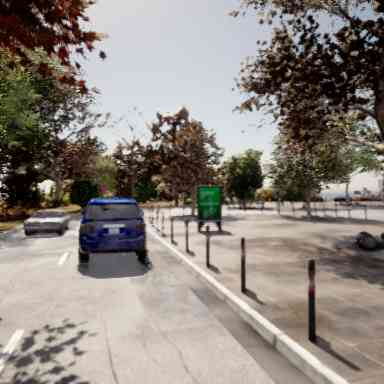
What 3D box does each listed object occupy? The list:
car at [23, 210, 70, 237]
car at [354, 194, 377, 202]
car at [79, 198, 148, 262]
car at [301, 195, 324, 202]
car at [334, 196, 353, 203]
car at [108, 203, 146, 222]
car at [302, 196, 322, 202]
[{"bbox_3d":[-8.176,1.695,19.033,1.895,1.301,4.718,0,0,-14],"label":"car"},{"bbox_3d":[43.759,1.503,84.939,5.566,2.045,2.435,-1,-2,23],"label":"car"},{"bbox_3d":[-2.980,1.251,12.529,2.150,2.045,5.566,0,0,-14],"label":"car"},{"bbox_3d":[31.028,1.579,86.107,5.566,2.045,2.435,-1,-1,22],"label":"car"},{"bbox_3d":[33.150,1.578,73.493,1.882,1.535,5.008,-1,-1,44],"label":"car"},{"bbox_3d":[-5.440,1.689,28.424,1.994,1.385,4.181,-1,0,7],"label":"car"},{"bbox_3d":[32.029,1.887,88.575,4.892,1.521,2.231,-1,-2,22],"label":"car"}]
